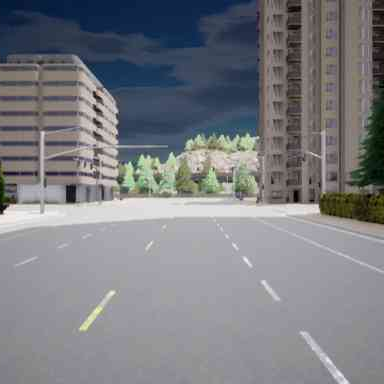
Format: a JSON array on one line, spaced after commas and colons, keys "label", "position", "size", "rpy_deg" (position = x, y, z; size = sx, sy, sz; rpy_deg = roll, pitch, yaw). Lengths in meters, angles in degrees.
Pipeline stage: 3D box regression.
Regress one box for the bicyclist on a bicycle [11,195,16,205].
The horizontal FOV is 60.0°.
[{"label": "bicyclist on a bicycle", "position": [-28.634, 1.274, 53.389], "size": [0.582, 1.620, 1.656], "rpy_deg": [0, 0, 1]}]
